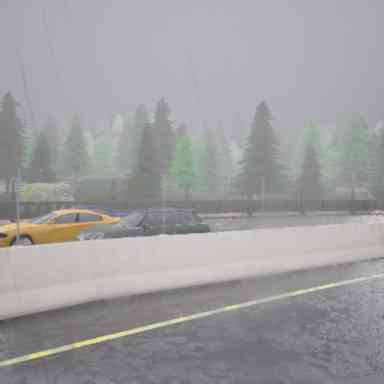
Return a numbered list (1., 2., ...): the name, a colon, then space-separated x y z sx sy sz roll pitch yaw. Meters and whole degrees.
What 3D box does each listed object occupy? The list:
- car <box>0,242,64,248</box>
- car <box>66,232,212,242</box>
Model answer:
1. car: -4.978 1.435 13.070 5.008 1.535 1.882 0 0 -33
2. car: -1.545 1.335 11.109 4.553 1.767 2.097 0 0 -32
